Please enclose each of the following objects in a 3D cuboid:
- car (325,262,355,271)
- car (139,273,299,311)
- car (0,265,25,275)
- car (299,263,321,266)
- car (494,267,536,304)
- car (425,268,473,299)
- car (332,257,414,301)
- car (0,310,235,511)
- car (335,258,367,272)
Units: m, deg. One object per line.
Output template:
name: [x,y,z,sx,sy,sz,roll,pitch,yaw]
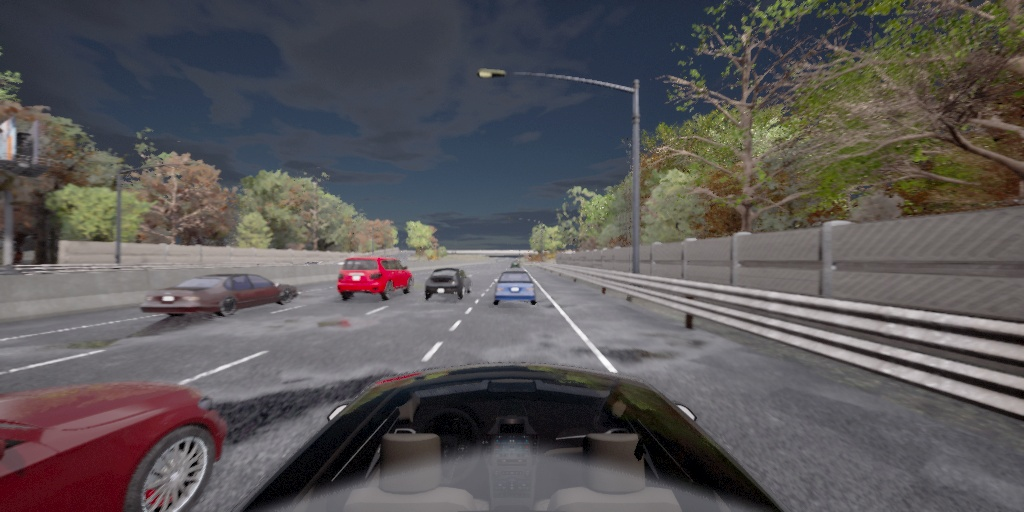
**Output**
car: [-27.473,1.645,57.473,2.033,1.411,5.357,0,-1,1]
car: [-10.294,1.345,13.270,2.033,1.411,5.357,0,0,1]
car: [-20.990,1.112,13.090,2.097,1.767,4.553,0,0,1]
car: [-30.992,1.668,55.312,1.895,1.301,4.718,0,-1,1]
car: [0.143,1.407,16.928,2.033,1.411,5.357,0,0,1]
car: [-3.237,1.366,18.859,1.837,1.490,4.892,0,0,1]
car: [-6.743,1.067,18.269,2.150,2.045,5.566,0,0,1]
car: [-3.410,1.260,1.151,1.812,1.442,4.674,0,0,1]
car: [-24.025,1.297,53.823,2.150,2.045,5.566,0,-1,1]
